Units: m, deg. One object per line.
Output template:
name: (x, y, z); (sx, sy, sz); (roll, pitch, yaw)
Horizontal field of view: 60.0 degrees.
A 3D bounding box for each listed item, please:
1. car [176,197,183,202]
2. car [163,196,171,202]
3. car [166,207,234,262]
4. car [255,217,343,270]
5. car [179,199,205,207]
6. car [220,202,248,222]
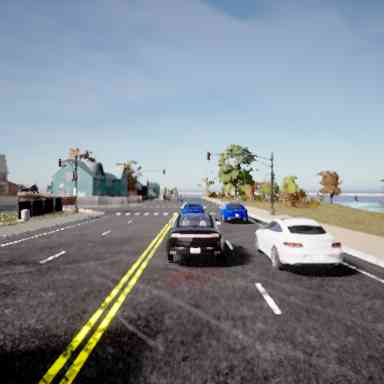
car: (-3.264, 1.957, 87.765); (2.033, 1.411, 5.357); (0, 0, 0)
car: (-6.514, 1.917, 87.764); (1.837, 1.490, 4.892); (0, 0, 0)
car: (0.098, 1.538, 12.299); (2.128, 1.511, 4.902); (0, 0, 0)
car: (3.338, 1.567, 11.081); (1.812, 1.442, 4.674); (0, 0, 0)
car: (0.095, 1.584, 27.082); (1.882, 1.535, 5.008); (0, 0, 0)
car: (3.344, 1.584, 27.074); (1.882, 1.535, 5.008); (0, 0, 0)
